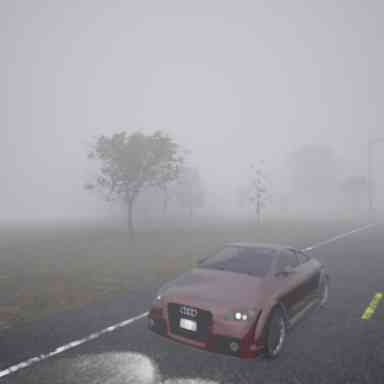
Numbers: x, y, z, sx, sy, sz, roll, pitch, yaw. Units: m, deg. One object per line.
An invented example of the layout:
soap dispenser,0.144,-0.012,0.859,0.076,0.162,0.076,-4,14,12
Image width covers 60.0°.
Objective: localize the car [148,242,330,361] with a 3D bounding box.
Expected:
car,1.126,1.686,6.243,1.994,1.385,4.181,-1,-1,36
